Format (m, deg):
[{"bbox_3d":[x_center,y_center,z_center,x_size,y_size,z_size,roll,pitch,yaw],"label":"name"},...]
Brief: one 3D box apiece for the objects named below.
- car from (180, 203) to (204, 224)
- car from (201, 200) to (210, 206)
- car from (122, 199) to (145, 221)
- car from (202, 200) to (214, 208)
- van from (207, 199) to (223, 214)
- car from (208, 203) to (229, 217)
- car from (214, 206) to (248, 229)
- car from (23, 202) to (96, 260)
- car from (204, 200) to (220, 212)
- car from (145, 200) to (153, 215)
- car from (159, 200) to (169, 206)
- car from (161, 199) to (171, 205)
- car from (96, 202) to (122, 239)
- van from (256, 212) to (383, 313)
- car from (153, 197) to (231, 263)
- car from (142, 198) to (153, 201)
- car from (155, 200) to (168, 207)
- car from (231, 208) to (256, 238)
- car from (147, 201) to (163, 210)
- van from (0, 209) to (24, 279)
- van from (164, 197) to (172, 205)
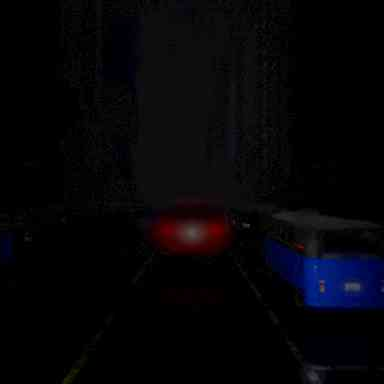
[{"bbox_3d":[0.026,1.773,28.520,1.837,1.490,4.892,0,0,1],"label":"car"},{"bbox_3d":[2.771,2.248,69.264,1.802,1.307,4.206,0,-1,0],"label":"car"},{"bbox_3d":[-5.758,1.721,29.989,1.967,1.590,4.097,0,-1,0],"label":"car"},{"bbox_3d":[2.770,2.119,58.046,1.947,1.339,4.313,0,-1,0],"label":"car"},{"bbox_3d":[2.769,1.729,41.222,1.690,1.788,3.998,0,-1,0],"label":"van"},{"bbox_3d":[2.768,1.879,35.611,1.887,1.381,4.507,0,-1,0],"label":"car"},{"bbox_3d":[2.767,1.793,24.393,1.947,1.339,4.313,0,-1,0],"label":"car"},{"bbox_3d":[-5.759,1.437,13.163,2.192,1.841,5.009,0,-1,0],"label":"car"},{"bbox_3d":[2.769,1.882,46.830,1.967,1.590,4.097,0,-1,0],"label":"car"},{"bbox_3d":[-5.757,1.885,35.597,2.008,1.369,4.403,0,-1,0],"label":"car"},{"bbox_3d":[-5.754,2.248,69.252,1.802,1.307,4.206,0,-1,0],"label":"car"},{"bbox_3d":[-5.753,2.247,74.692,1.752,1.417,4.829,0,-1,0],"label":"car"},{"bbox_3d":[-5.758,1.489,18.771,2.192,1.841,5.009,0,-1,0],"label":"car"},{"bbox_3d":[2.765,1.411,7.569,1.690,1.788,3.998,0,-1,0],"label":"van"},{"bbox_3d":[0.012,1.342,12.587,2.150,2.045,5.566,0,0,0],"label":"car"},{"bbox_3d":[-5.756,1.703,41.209,2.192,1.841,5.009,0,-1,0],"label":"car"},{"bbox_3d":[-5.754,2.160,63.643,2.008,1.369,4.403,0,-1,0],"label":"car"},{"bbox_3d":[2.766,1.740,18.784,1.947,1.339,4.313,0,-1,0],"label":"car"},{"bbox_3d":[-5.755,2.063,52.425,1.947,1.339,4.313,0,-1,0],"label":"car"},{"bbox_3d":[-5.760,1.411,7.552,1.690,1.788,3.998,0,-1,0],"label":"van"},{"bbox_3d":[-5.752,2.122,80.473,1.690,1.788,3.998,0,-1,0],"label":"van"}]
